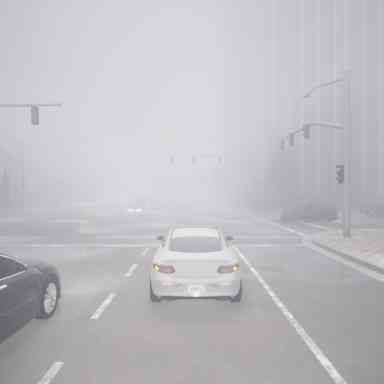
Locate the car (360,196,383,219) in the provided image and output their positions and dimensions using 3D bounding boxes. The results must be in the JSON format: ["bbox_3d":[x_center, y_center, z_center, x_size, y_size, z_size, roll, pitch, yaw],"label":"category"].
[{"bbox_3d":[17.708,1.221,28.962,5.566,2.045,2.150,0,0,0],"label":"car"}]

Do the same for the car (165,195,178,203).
[{"bbox_3d":[-4.395,1.547,67.255,2.033,1.411,5.357,0,0,-1],"label":"car"}]

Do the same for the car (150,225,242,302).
[{"bbox_3d":[0.077,1.526,8.122,1.812,1.442,4.674,0,0,0],"label":"car"}]

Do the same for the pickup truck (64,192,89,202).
[{"bbox_3d":[-24.665,1.058,70.172,2.390,2.098,6.274,0,0,30],"label":"pickup truck"}]

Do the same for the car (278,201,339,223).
[{"bbox_3d":[8.720,1.564,25.194,4.181,1.385,1.994,0,0,0],"label":"car"}]

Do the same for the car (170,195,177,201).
[{"bbox_3d":[-4.759,1.524,85.622,1.812,1.442,4.674,0,0,-1],"label":"car"}]

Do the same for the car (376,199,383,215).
[{"bbox_3d":[20.994,1.478,32.484,5.008,1.535,1.882,0,0,0],"label":"car"}]

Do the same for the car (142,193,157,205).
[{"bbox_3d":[-7.949,1.221,57.775,2.150,2.045,5.566,0,0,-1],"label":"car"}]

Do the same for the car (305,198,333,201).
[{"bbox_3d":[11.769,1.352,32.417,4.553,1.767,2.097,0,0,0],"label":"car"}]

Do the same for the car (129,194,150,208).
[{"bbox_3d":[-7.825,1.491,47.883,2.128,1.511,4.902,0,0,-1],"label":"car"}]

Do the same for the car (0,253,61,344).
[{"bbox_3d":[-3.436,1.505,4.472,1.837,1.490,4.892,0,0,0],"label":"car"}]
